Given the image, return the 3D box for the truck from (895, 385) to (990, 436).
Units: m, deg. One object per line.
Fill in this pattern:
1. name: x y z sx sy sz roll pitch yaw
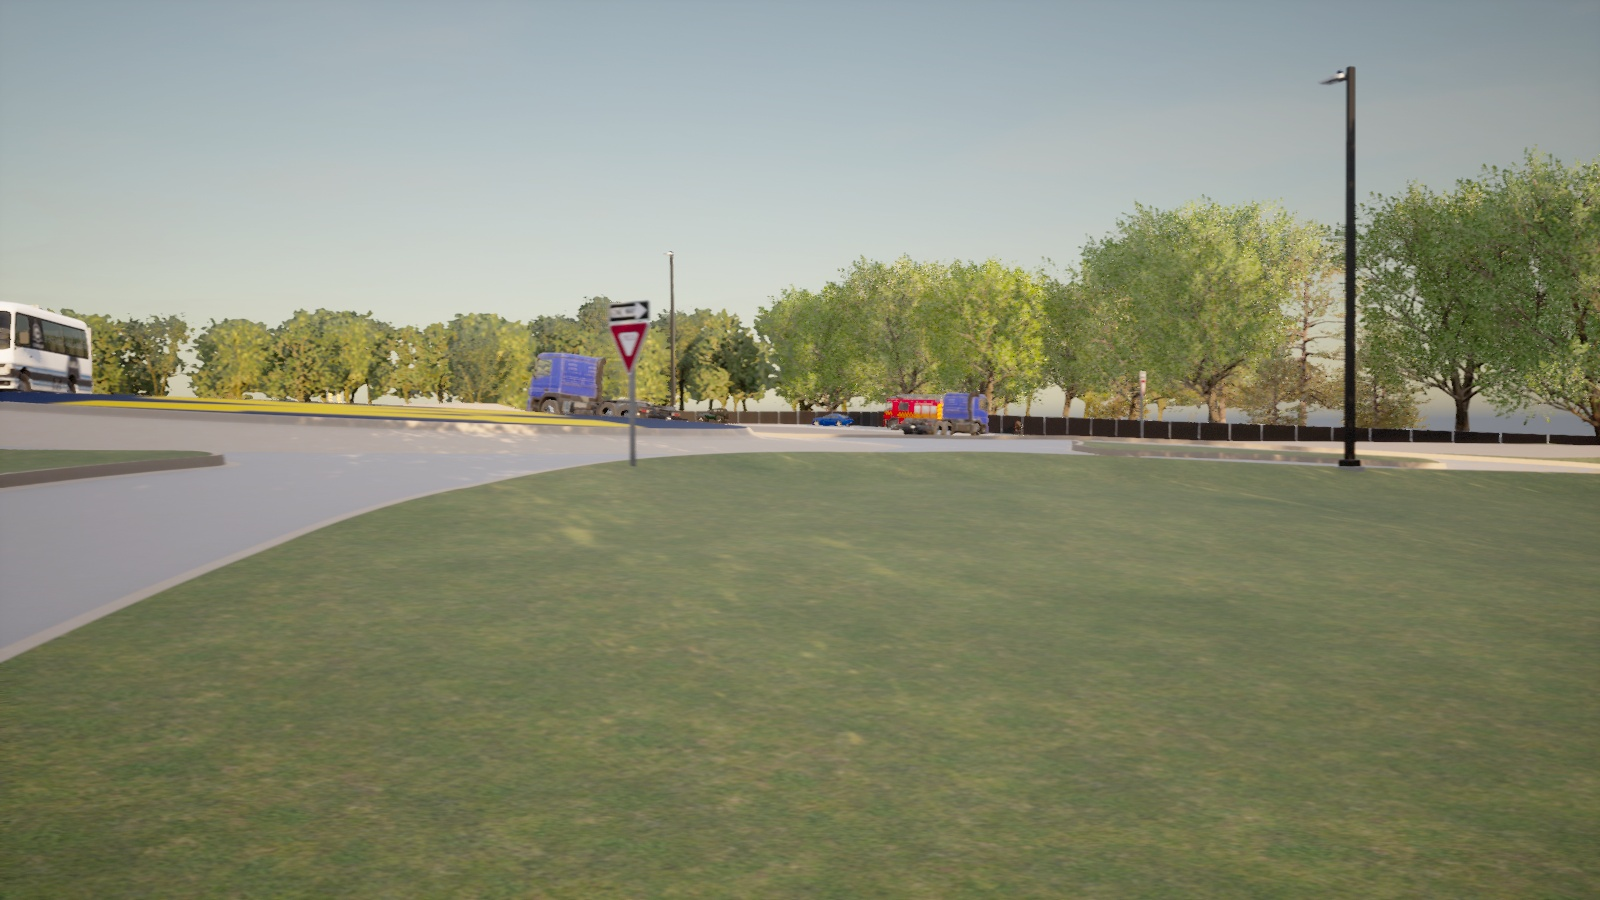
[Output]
1. truck: 10.426 -2.814 91.359 2.891 3.462 7.936 2 2 40

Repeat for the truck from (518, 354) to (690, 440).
1. truck: -9.144 -2.493 58.068 7.936 3.462 2.891 4 0 37

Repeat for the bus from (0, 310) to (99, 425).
1. bus: -34.087 -3.338 54.046 3.944 4.253 10.273 -2 0 -12
